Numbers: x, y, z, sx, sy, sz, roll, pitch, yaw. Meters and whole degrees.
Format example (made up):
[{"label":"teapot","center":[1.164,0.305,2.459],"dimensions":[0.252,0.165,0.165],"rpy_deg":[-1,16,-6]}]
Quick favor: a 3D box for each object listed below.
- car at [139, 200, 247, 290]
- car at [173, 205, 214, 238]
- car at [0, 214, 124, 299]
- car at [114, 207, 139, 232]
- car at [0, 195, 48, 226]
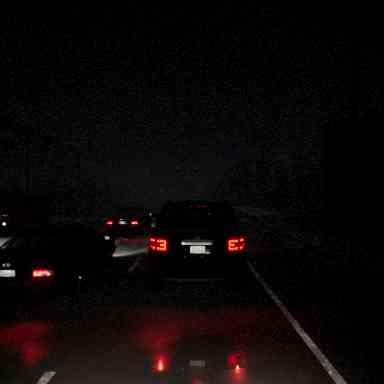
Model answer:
[{"label":"car","center":[0.095,1.221,9.188],"dimensions":[2.150,2.045,5.566],"rpy_deg":[0,0,0]},{"label":"car","center":[0.091,1.547,19.119],"dimensions":[2.033,1.411,5.357],"rpy_deg":[0,0,0]},{"label":"car","center":[-3.410,1.547,8.648],"dimensions":[2.033,1.411,5.357],"rpy_deg":[0,0,0]},{"label":"car","center":[-3.412,1.547,18.719],"dimensions":[2.033,1.411,5.357],"rpy_deg":[0,0,0]},{"label":"car","center":[-10.512,1.207,19.594],"dimensions":[2.150,2.045,5.566],"rpy_deg":[0,0,0]}]
